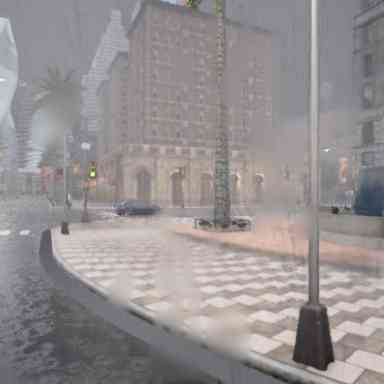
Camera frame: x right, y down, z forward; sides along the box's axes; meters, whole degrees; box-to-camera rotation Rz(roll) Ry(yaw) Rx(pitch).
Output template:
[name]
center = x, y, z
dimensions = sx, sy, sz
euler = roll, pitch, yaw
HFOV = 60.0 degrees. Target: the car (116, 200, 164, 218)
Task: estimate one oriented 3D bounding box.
[car]
center = -5.145, 1.593, 33.197
dimensions = 4.553, 1.767, 2.097
euler = 1, 0, -27
